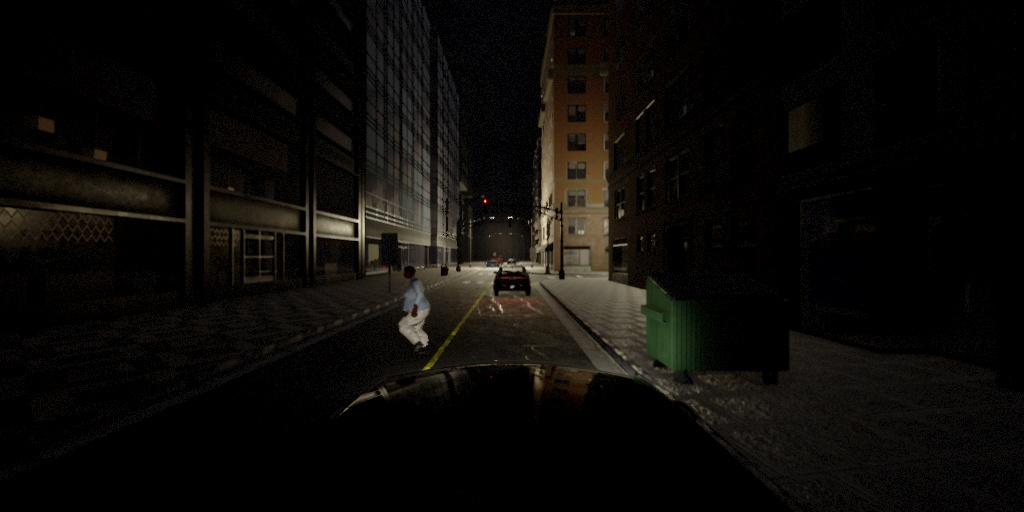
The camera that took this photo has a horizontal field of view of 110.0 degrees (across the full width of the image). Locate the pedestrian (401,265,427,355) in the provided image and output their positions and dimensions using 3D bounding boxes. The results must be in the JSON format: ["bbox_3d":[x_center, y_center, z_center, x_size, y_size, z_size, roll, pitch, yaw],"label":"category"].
[{"bbox_3d":[-1.957,1.042,7.187,0.375,1.860,0.375,0,0,-10],"label":"pedestrian"}]

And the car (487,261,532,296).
[{"bbox_3d":[0.030,1.237,19.228,2.128,1.511,4.902,0,0,0],"label":"car"}]

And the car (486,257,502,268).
[{"bbox_3d":[-3.103,1.270,58.656,1.994,1.385,4.181,0,0,0],"label":"car"}]

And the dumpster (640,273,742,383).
[{"bbox_3d":[3.133,1.145,6.720,1.020,1.700,1.940,0,0,0],"label":"dumpster"}]
